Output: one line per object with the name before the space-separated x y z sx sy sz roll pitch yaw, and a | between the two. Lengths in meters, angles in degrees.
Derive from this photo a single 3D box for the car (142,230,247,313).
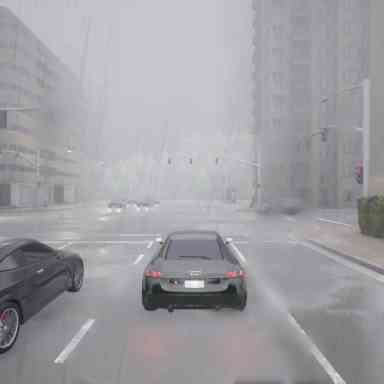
car | 0.050 1.564 7.758 1.994 1.385 4.181 0 0 0

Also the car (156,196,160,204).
car | -7.164 1.506 62.109 1.837 1.490 4.892 0 0 0

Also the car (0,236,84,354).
car | -3.460 1.526 5.956 1.812 1.442 4.674 0 0 0

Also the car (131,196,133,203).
car | -10.675 1.504 60.396 1.837 1.490 4.892 0 0 0

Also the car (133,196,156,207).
car | -7.168 1.547 50.757 2.033 1.411 5.357 0 0 0

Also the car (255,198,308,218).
car | 8.000 1.525 29.797 4.674 1.442 1.812 0 0 -8

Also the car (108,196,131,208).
car | -10.674 1.547 48.227 2.033 1.411 5.357 0 0 0
